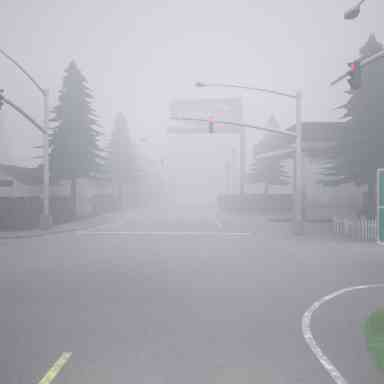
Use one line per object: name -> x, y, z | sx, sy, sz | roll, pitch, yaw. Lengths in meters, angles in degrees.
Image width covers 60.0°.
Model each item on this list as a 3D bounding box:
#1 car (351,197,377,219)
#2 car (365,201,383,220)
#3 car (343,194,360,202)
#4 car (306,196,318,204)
car -> 14.465, 1.505, 24.923 | 3.866, 1.878, 1.905 | 0, 0, 0
car -> 18.814, 1.672, 30.576 | 4.611, 1.667, 2.242 | 0, 0, 0
car -> 35.187, 1.489, 71.700 | 2.007, 1.523, 4.514 | 0, 0, 0
car -> 22.753, 1.552, 63.957 | 1.970, 1.475, 3.806 | 0, 0, 0
